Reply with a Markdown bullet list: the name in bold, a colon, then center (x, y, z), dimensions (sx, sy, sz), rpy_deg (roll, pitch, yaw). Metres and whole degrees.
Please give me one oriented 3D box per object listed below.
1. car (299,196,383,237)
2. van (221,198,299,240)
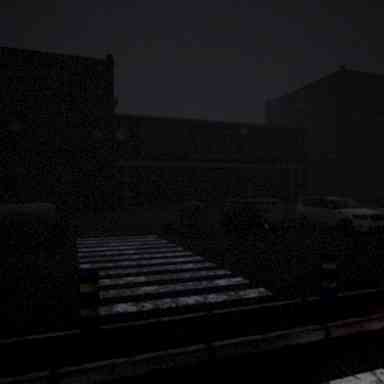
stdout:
- **car**: center (8.301, 1.292, 19.182), dimensions (2.435, 2.045, 5.566), rpy_deg (0, 0, -21)
- **van**: center (3.177, 1.305, 17.152), dimensions (1.878, 1.987, 4.442), rpy_deg (0, 0, -21)
